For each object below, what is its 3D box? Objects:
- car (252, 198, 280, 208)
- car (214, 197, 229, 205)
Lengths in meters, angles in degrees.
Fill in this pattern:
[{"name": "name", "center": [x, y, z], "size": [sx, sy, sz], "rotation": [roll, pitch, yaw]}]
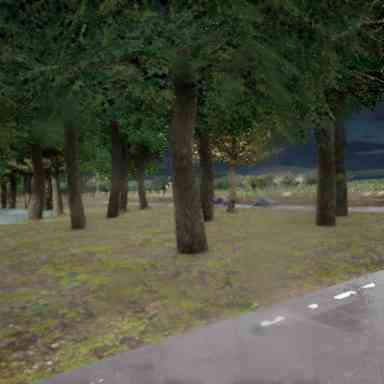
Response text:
[{"name": "car", "center": [10.836, 1.573, 48.907], "size": [1.994, 1.385, 4.181], "rotation": [-2, 0, -35]}, {"name": "car", "center": [5.540, 1.707, 61.521], "size": [1.994, 1.385, 4.181], "rotation": [-2, 0, -34]}]
